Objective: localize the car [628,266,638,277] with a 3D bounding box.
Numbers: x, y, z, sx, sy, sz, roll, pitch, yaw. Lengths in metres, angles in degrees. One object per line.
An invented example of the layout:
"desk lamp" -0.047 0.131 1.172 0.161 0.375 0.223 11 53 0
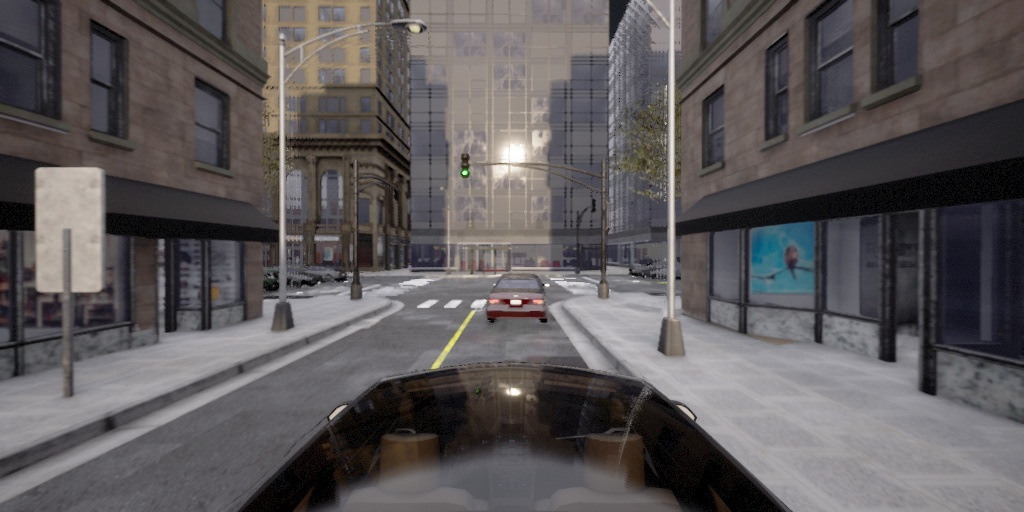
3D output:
"car" 12.306 1.087 30.119 4.892 1.490 1.837 0 0 -1

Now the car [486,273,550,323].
"car" 0.282 1.285 12.153 2.033 1.411 5.357 0 0 4

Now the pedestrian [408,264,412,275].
"pedestrian" -9.726 1.260 34.172 0.500 1.100 0.500 0 1 0

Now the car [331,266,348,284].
"car" -14.577 1.370 26.713 4.181 1.385 1.994 0 0 0

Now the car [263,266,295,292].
"car" -15.749 1.074 20.031 5.566 2.045 2.150 0 0 0

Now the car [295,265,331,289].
"car" -15.127 1.377 23.320 5.357 1.411 2.033 0 0 2

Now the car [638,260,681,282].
"car" 12.650 1.145 26.866 5.357 1.411 2.033 0 0 0
